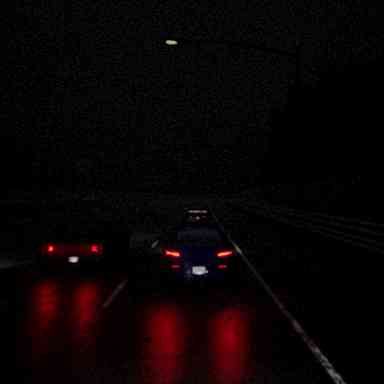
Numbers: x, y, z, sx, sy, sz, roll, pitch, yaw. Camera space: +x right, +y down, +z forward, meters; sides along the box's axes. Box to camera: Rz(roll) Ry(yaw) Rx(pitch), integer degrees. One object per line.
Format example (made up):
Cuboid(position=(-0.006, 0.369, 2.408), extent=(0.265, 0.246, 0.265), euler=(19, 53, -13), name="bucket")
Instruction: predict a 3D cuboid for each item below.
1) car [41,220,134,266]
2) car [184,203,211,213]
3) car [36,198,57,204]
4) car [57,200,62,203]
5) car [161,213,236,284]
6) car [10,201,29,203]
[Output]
Cuboid(position=(-3.315, 1.639, 11.637), extent=(1.895, 1.301, 4.718), euler=(0, 0, 1), name="car")
Cuboid(position=(0.431, 1.594, 25.404), extent=(2.128, 1.511, 4.902), euler=(0, 0, 1), name="car")
Cuboid(position=(-20.031, 1.651, 46.487), extent=(1.837, 1.490, 4.892), euler=(0, 0, 2), name="car")
Cuboid(position=(-16.535, 1.485, 46.310), extent=(1.895, 1.301, 4.718), euler=(0, 0, 2), name="car")
Cuboid(position=(0.168, 1.558, 9.601), extent=(1.812, 1.442, 4.674), euler=(0, 0, 0), name="car")
Cuboid(position=(-23.529, 1.480, 46.593), extent=(1.895, 1.301, 4.718), euler=(0, 0, 2), name="car")
